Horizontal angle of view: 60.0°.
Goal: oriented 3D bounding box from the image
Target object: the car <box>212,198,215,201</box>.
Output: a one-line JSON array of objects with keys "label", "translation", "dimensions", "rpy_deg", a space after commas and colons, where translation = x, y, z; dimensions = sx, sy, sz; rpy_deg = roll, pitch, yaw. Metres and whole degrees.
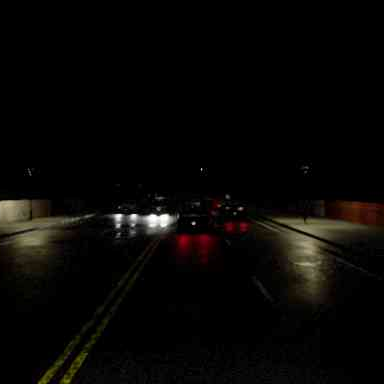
[{"label": "car", "translation": [3.289, 1.484, 43.592], "dimensions": [1.812, 1.442, 4.674], "rpy_deg": [0, 0, 0]}]

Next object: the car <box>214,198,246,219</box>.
[{"label": "car", "translation": [3.348, 1.467, 28.325], "dimensions": [2.128, 1.511, 4.902], "rpy_deg": [0, 0, 0]}]

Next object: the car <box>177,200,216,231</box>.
[{"label": "car", "translation": [0.097, 1.473, 20.339], "dimensions": [2.128, 1.511, 4.902], "rpy_deg": [0, 0, 0]}]

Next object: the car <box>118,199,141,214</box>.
[{"label": "car", "translation": [-6.513, 1.492, 35.158], "dimensions": [1.812, 1.442, 4.674], "rpy_deg": [0, 0, 0]}]

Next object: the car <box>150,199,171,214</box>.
[{"label": "car", "translation": [-3.264, 1.460, 35.043], "dimensions": [2.128, 1.511, 4.902], "rpy_deg": [0, 0, 0]}]
